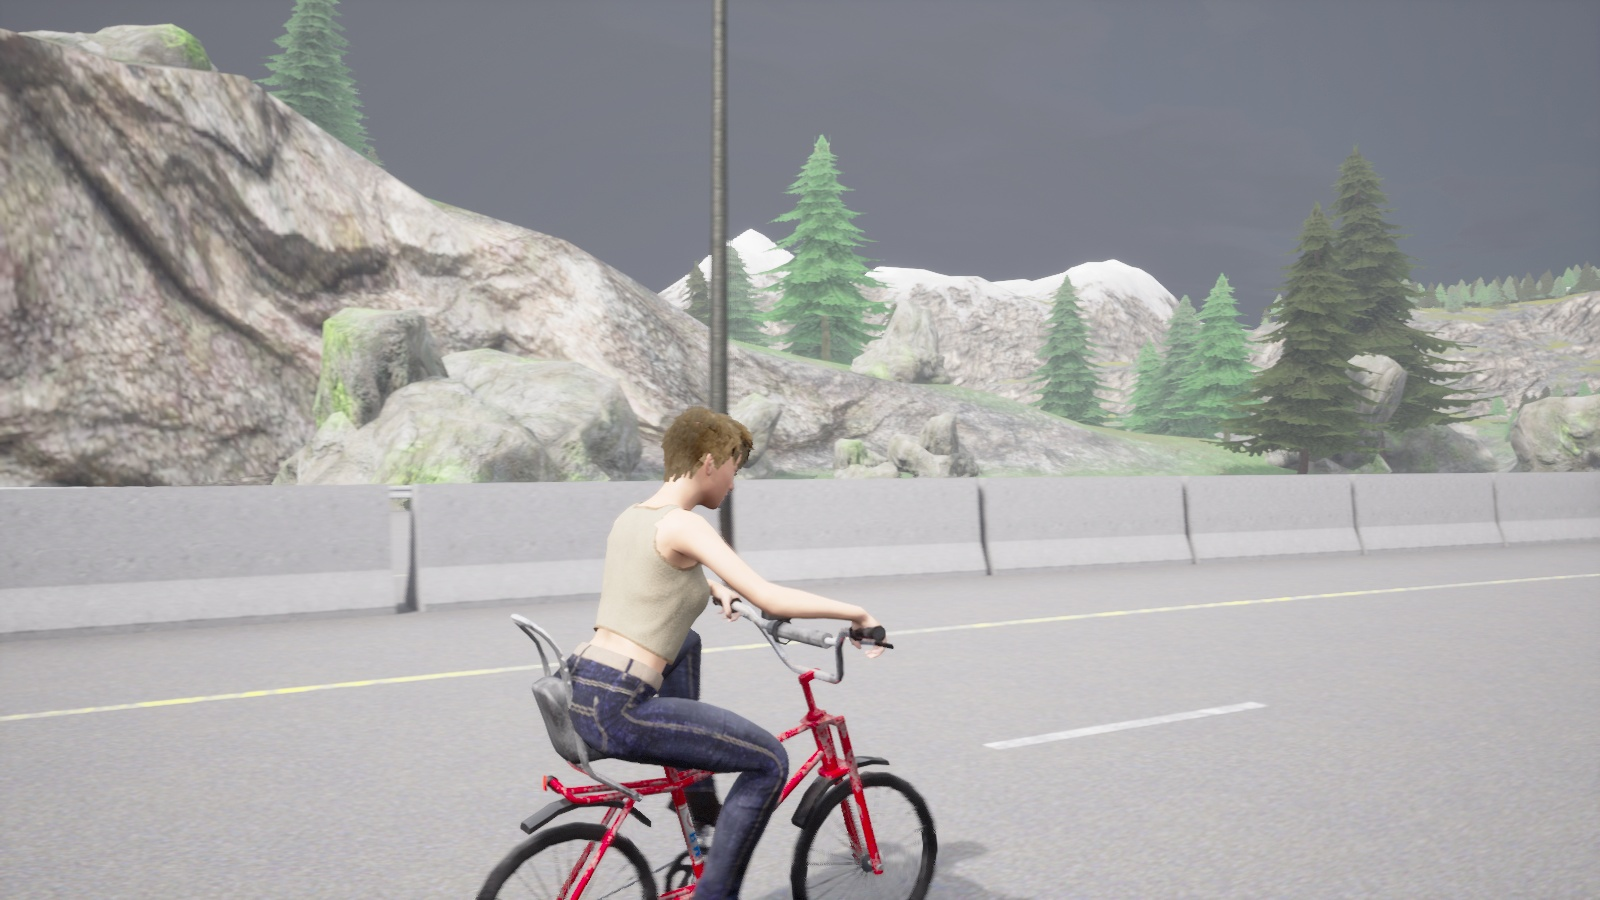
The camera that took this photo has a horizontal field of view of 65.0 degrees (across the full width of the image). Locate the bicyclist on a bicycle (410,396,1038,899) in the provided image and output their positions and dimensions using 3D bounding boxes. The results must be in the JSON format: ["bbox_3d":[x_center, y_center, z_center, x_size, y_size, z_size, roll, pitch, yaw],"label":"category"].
[{"bbox_3d":[-0.198,0.690,3.490,1.509,1.612,0.866,0,0,-33],"label":"bicyclist on a bicycle"}]
